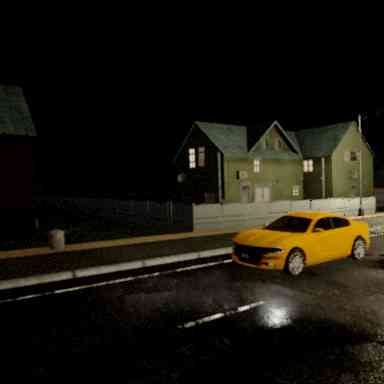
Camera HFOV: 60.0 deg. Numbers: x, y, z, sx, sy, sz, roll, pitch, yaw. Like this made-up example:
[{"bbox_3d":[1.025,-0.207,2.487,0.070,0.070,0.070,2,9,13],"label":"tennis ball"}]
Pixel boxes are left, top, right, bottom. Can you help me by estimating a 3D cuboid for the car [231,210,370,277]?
[{"bbox_3d":[3.413,1.358,10.103,5.008,1.535,1.882,-1,1,-35],"label":"car"}]
